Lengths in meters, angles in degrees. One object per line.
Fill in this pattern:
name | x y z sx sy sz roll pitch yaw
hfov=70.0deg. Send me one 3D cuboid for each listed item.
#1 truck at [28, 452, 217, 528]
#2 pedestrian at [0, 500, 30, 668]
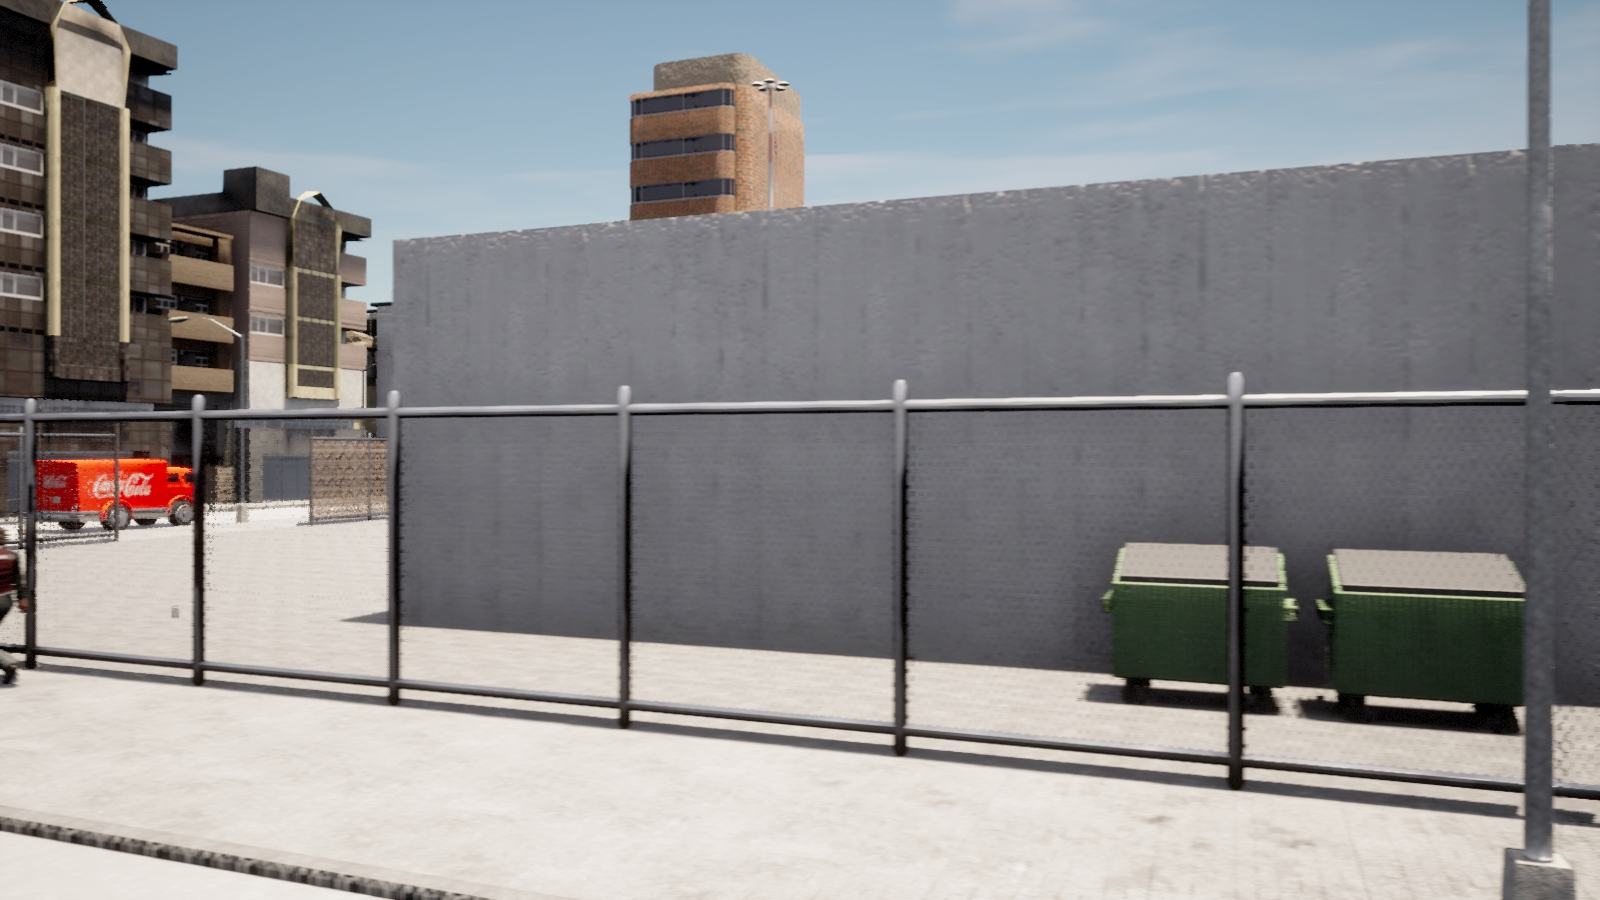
truck | -23.703 1.321 40.229 2.627 2.467 5.204 0 0 22
pedestrian | -9.119 1.514 13.057 0.375 1.860 0.375 0 0 14
